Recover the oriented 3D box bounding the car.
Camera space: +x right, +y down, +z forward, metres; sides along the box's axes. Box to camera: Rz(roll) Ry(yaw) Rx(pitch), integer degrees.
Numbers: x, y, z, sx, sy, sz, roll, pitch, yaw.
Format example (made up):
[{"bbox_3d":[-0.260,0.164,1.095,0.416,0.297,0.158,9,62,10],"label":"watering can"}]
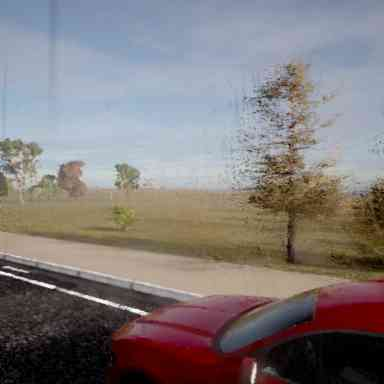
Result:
[{"bbox_3d":[1.456,1.478,2.523,5.008,1.535,1.882,0,0,36],"label":"car"}]
